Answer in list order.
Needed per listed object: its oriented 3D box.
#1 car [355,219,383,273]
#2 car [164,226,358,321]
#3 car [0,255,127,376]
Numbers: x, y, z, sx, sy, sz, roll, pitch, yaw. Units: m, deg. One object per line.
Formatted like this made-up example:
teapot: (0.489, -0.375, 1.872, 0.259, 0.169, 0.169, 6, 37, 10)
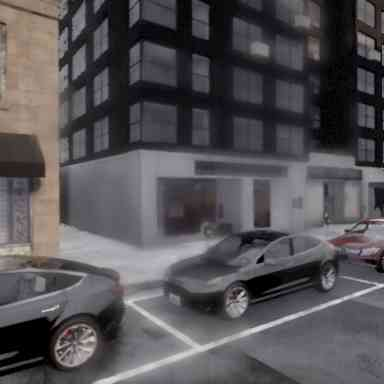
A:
car: (5.871, 1.528, 10.378, 4.206, 1.307, 1.802, 0, 0, -36)
car: (1.465, 1.539, 7.234, 4.313, 1.339, 1.947, 0, 0, -36)
car: (-2.942, 1.567, 4.090, 4.313, 1.339, 1.947, 0, 0, -36)
